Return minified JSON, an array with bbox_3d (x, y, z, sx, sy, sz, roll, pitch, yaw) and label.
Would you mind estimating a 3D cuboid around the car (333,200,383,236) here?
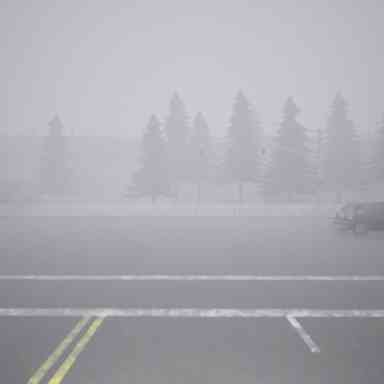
[{"bbox_3d":[9.944,1.289,17.430,4.553,1.767,2.097,0,0,0],"label":"car"}]
